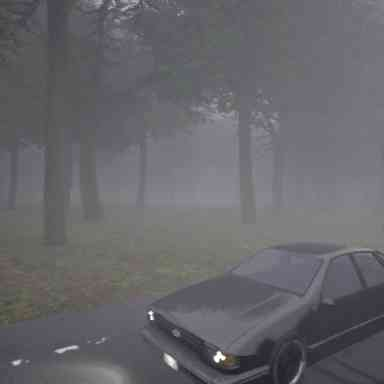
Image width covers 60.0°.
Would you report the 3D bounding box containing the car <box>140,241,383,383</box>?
[{"bbox_3d":[1.918,1.563,5.371,5.357,1.411,2.033,0,0,-36],"label":"car"}]
